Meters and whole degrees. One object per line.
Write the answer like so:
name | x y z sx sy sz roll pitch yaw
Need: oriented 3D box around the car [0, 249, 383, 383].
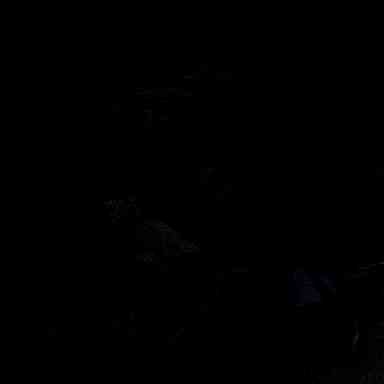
car | 0.403 1.527 4.246 5.357 1.411 2.033 -1 0 -35
